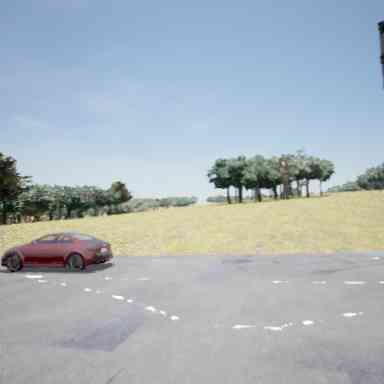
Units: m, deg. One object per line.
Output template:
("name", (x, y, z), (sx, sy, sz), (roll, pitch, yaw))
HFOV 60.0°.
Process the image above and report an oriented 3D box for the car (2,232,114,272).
("car", (-5.243, 2.285, 13.105), (4.181, 1.385, 1.994), (-4, -4, 15))
